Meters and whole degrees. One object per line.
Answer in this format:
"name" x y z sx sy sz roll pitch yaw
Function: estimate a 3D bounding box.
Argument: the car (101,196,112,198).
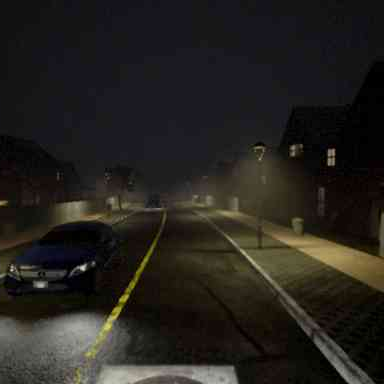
"car" -21.268 1.787 85.721 4.892 1.490 1.837 -1 4 -12

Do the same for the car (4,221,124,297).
"car" -2.984 1.532 8.775 1.812 1.442 4.674 0 0 -1

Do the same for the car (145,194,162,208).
"car" -5.748 1.264 49.387 2.150 2.045 5.566 -1 0 -6
